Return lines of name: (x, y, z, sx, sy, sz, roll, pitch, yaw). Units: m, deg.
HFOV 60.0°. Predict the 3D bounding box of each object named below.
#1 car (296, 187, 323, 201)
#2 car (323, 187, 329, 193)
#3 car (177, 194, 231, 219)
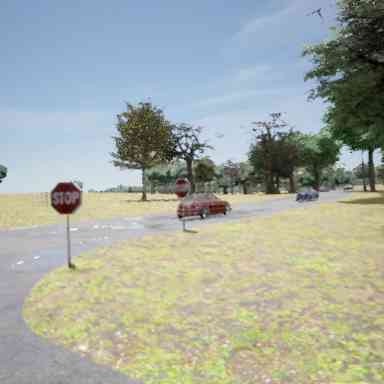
car: (15.722, 0.279, 45.125, 2.097, 1.767, 4.553, -3, 0, 34)
car: (32.096, -0.591, 81.457, 2.033, 1.411, 5.357, -4, 0, 34)
car: (0.914, 0.902, 23.444, 2.097, 1.767, 4.553, -3, -1, 34)
